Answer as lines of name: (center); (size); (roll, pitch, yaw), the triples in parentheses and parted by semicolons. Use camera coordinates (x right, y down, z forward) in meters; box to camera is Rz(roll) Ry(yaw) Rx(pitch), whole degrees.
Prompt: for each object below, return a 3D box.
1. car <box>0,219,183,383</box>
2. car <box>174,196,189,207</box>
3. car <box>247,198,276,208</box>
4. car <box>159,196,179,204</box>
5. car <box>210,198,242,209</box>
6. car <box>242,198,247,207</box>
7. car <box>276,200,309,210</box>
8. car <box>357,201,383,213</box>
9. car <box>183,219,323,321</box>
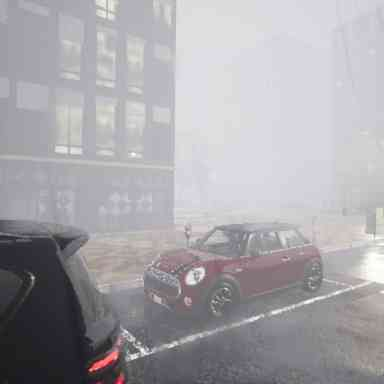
car: (-2.957, 1.221, 1.263); (5.566, 2.045, 2.150); (0, 0, -36)
car: (-2.198, 1.729, 55.931); (1.887, 1.381, 4.507); (1, -1, -35)
car: (11.203, 1.795, 51.527); (1.887, 1.381, 4.507); (1, -1, -35)
car: (-5.205, 1.719, 74.652); (2.192, 1.841, 5.009); (1, -1, -35)
car: (4.365, 1.674, 46.682); (2.008, 1.369, 4.403); (1, -1, -35)
car: (7.921, 1.721, 56.152); (1.967, 1.590, 4.097); (1, -1, -35)
car: (14.484, 1.801, 46.901); (1.802, 1.307, 4.206); (1, -1, -35)
car: (21.047, 1.725, 37.653); (1.947, 1.339, 4.313); (1, -1, -35)
car: (0.990, 1.441, 7.261); (4.097, 1.590, 1.967); (0, 1, -36)
